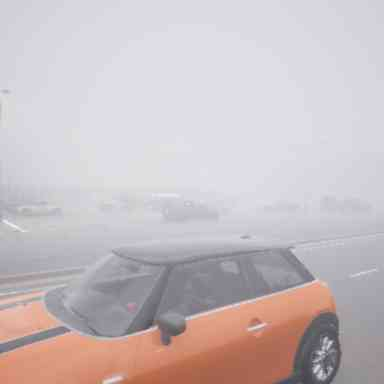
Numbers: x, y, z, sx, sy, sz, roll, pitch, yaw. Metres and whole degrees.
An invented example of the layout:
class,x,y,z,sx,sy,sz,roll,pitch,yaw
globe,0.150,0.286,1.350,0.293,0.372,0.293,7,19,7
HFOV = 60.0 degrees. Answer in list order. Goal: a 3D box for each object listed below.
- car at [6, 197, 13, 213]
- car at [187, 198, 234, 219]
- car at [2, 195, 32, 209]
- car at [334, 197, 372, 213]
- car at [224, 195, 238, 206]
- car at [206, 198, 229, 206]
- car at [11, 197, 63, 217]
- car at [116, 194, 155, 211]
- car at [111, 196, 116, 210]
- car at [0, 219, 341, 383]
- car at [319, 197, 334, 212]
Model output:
class,x,y,z,sx,sy,sz,roll,pitch,yaw
car,-15.403,1.431,32.128,3.905,1.438,1.784,1,0,-36
car,1.919,1.601,33.866,3.806,1.475,1.970,1,0,-36
car,-17.003,1.221,34.282,4.605,1.855,1.932,1,0,-36
car,19.341,1.520,39.441,4.605,1.855,1.932,1,0,-36
car,6.256,1.530,57.767,3.866,1.878,1.905,1,0,-36
car,4.578,1.770,60.127,3.806,1.475,1.970,1,0,-36
car,-13.720,1.462,29.772,3.806,1.475,1.970,1,0,-36
car,-7.982,1.363,47.558,4.605,1.855,1.932,1,0,-36
car,-9.617,1.575,49.951,3.905,1.438,1.784,1,0,-36
car,-0.383,1.370,3.720,4.553,1.767,2.097,1,0,-36
car,17.701,1.524,41.827,3.866,1.878,1.905,1,0,-36
